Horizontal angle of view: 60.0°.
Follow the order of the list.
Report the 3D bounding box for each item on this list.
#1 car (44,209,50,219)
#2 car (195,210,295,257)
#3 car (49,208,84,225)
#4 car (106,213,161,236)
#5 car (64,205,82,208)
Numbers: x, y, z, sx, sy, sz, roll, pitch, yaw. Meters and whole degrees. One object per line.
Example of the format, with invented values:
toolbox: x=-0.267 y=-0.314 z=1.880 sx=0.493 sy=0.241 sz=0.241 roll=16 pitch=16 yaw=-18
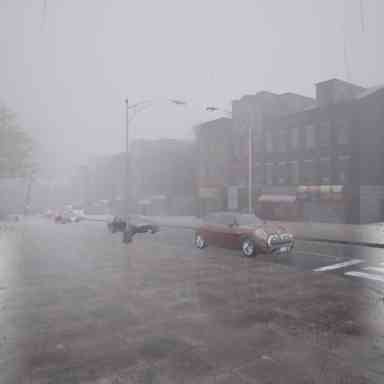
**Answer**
car: x=-22.713 y=3.482 z=54.297 sx=2.097 sy=1.767 sz=4.553 roll=0 pitch=-2 yaw=-36
car: x=2.125 y=1.639 z=14.362 sx=2.097 sy=1.767 sz=4.553 roll=0 pitch=-2 yaw=-36
car: x=-13.790 y=2.816 z=36.748 sx=2.128 sy=1.511 sz=4.902 roll=0 pitch=-2 yaw=-35
car: x=-4.250 y=2.215 z=23.307 sx=2.033 sy=1.411 sz=5.357 roll=0 pitch=-2 yaw=-36
car: x=-16.589 y=2.898 z=45.705 sx=2.150 sy=2.045 sz=5.566 roll=0 pitch=-2 yaw=-35
